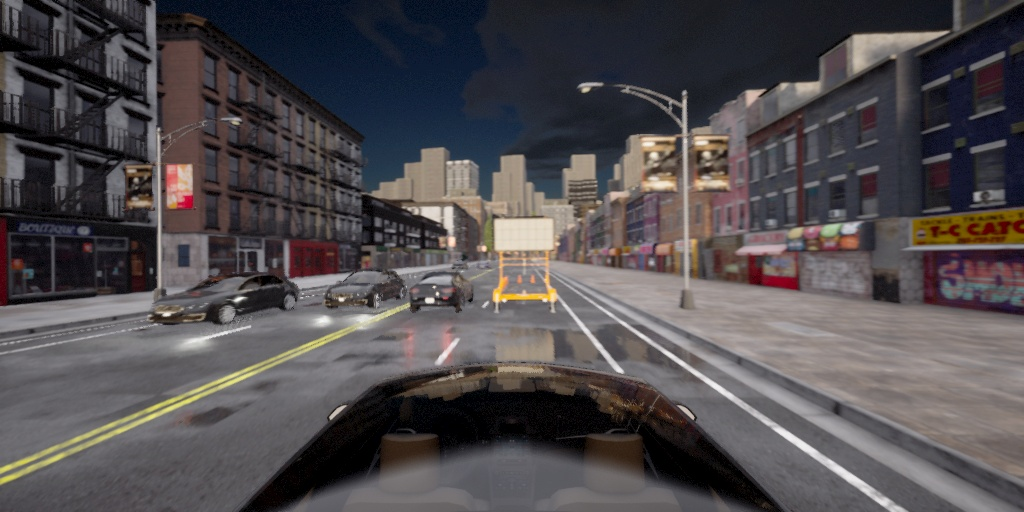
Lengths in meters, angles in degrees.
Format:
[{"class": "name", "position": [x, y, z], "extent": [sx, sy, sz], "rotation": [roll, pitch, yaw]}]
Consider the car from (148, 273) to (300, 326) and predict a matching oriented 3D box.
[{"class": "car", "position": [-9.425, 1.368, 12.299], "extent": [1.837, 1.490, 4.892], "rotation": [-1, 0, 2]}]

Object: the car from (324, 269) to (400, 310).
[{"class": "car", "position": [-6.066, 1.334, 15.357], "extent": [1.837, 1.490, 4.892], "rotation": [-1, 0, 2]}]

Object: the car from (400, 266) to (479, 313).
[{"class": "car", "position": [-2.655, 1.316, 14.244], "extent": [1.812, 1.442, 4.674], "rotation": [-1, 0, 2]}]

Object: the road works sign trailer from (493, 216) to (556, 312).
[{"class": "road works sign trailer", "position": [0.504, 0.220, 14.199], "extent": [2.380, 3.560, 2.880], "rotation": [0, 0, 2]}]

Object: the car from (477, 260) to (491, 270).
[{"class": "car", "position": [-4.507, 1.416, 57.857], "extent": [1.812, 1.442, 4.674], "rotation": [-1, 0, 3]}]

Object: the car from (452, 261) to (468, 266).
[{"class": "car", "position": [-7.875, 1.466, 54.809], "extent": [2.033, 1.411, 5.357], "rotation": [-1, 0, 3]}]
